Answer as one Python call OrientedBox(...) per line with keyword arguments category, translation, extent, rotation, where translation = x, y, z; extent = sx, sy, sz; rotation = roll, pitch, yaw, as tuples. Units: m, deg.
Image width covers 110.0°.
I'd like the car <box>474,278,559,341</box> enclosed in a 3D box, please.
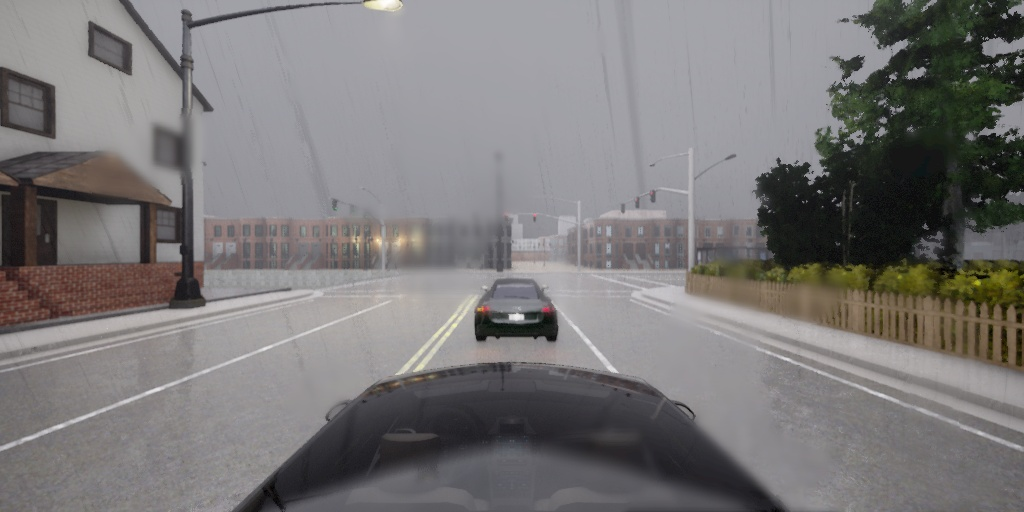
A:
OrientedBox(category="car", translation=(0.102, 1.289, 9.789), extent=(1.994, 1.385, 4.181), rotation=(0, 0, 0))
